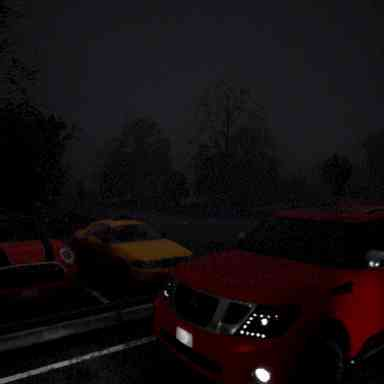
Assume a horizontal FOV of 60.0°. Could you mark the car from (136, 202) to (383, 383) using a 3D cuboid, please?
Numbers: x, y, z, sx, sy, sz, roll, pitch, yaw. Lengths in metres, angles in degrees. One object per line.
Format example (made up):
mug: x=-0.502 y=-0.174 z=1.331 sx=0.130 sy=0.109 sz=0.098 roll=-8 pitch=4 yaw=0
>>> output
car: x=2.162 y=1.249 z=5.241 sx=5.566 sy=2.045 sz=2.150 roll=1 pitch=0 yaw=-36

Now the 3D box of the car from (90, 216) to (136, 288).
car: x=-1.932 y=1.496 z=9.717 sx=1.946 sy=1.575 sz=5.366 roll=1 pitch=0 yaw=-36

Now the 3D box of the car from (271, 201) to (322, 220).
car: x=10.658 y=1.829 z=34.266 sx=2.185 sy=1.767 sz=4.553 roll=2 pitch=-1 yaw=-36

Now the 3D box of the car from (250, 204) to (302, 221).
car: x=8.117 y=1.918 z=32.365 sx=2.002 sy=1.452 sz=4.674 roll=2 pitch=-1 yaw=-36

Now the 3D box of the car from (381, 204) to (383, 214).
car: x=30.486 y=2.598 z=48.356 sx=2.002 sy=1.452 sz=4.674 roll=2 pitch=-1 yaw=-35

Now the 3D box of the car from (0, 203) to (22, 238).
car: x=-11.094 y=1.481 z=18.683 sx=1.946 sy=1.575 sz=5.366 roll=1 pitch=0 yaw=-36

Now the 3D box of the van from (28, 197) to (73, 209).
van: x=-8.654 y=1.280 z=20.081 sx=1.878 sy=1.987 sz=4.442 roll=1 pitch=0 yaw=-36

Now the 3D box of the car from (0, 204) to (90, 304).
car: x=-4.420 y=1.351 z=8.178 sx=2.185 sy=1.767 sz=4.553 roll=1 pitch=0 yaw=-36
